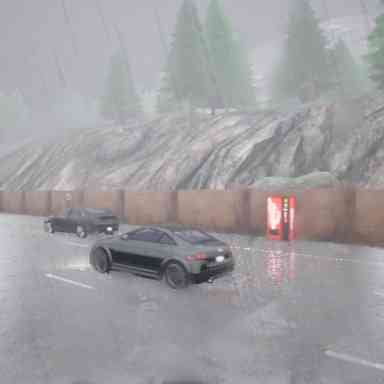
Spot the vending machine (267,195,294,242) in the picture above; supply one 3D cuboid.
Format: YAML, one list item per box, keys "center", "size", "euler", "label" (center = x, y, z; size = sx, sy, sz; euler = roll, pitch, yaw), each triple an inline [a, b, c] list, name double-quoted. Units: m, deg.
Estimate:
- center: [4.200, 1.195, 15.695]
  size: [0.880, 2.100, 1.100]
  euler: [0, 0, 37]
  label: "vending machine"

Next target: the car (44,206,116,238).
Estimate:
- center: [-5.825, 1.505, 17.350]
  size: [4.892, 1.490, 1.837]
  euler: [0, 0, 38]
  label: "car"

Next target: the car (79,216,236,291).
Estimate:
- center: [-0.913, 1.563, 9.115]
  size: [4.181, 1.385, 1.994]
  euler: [0, 0, 37]
  label: "car"
